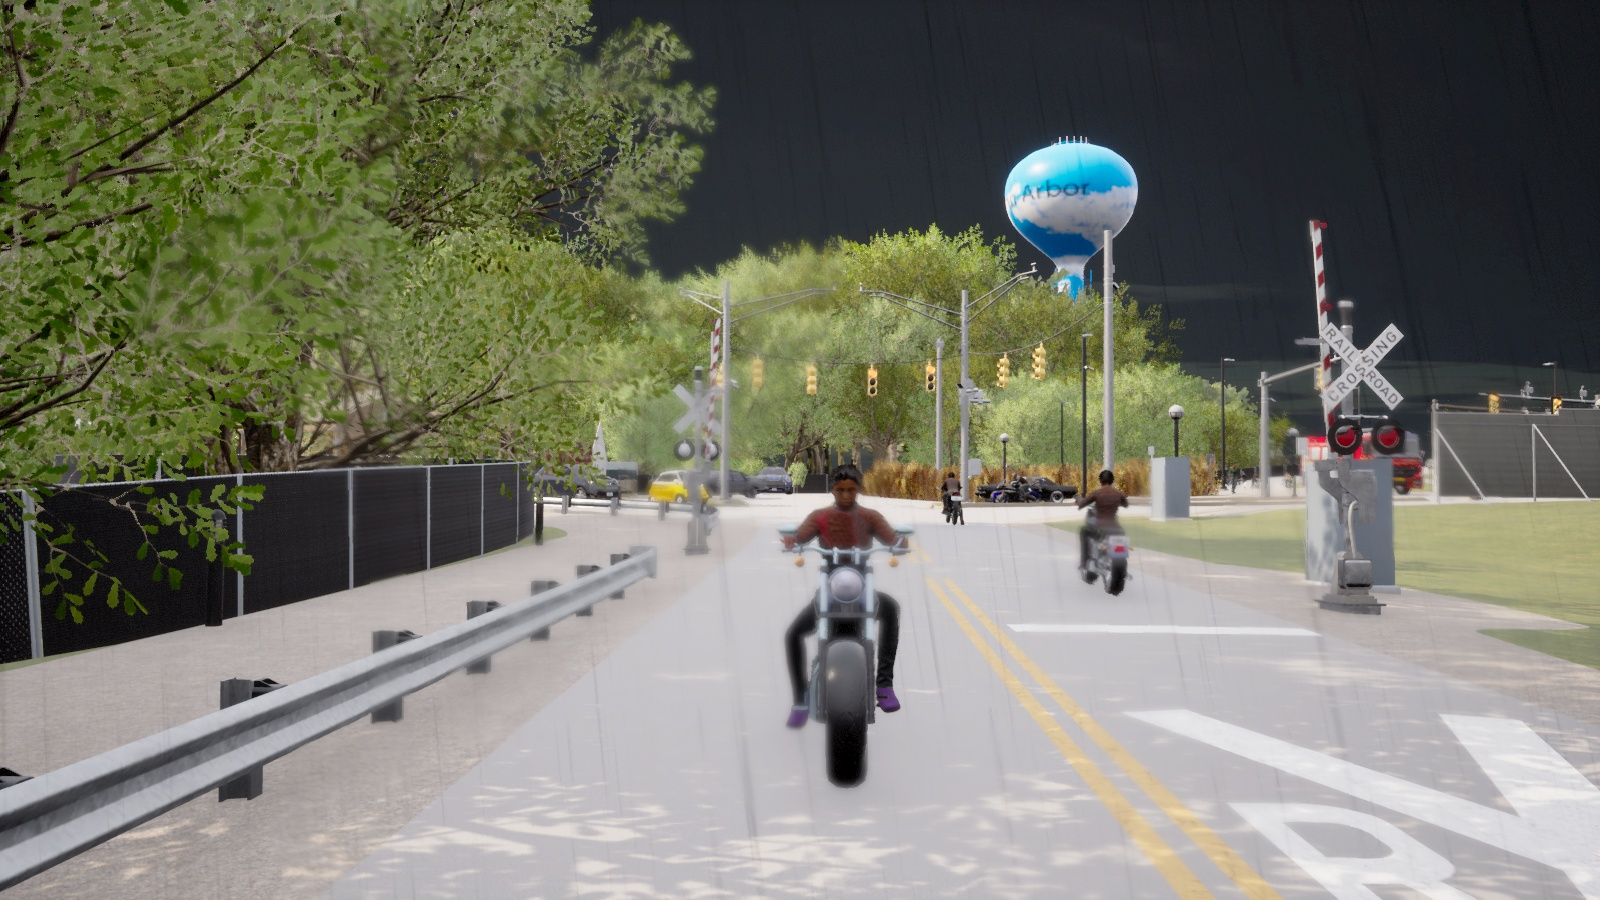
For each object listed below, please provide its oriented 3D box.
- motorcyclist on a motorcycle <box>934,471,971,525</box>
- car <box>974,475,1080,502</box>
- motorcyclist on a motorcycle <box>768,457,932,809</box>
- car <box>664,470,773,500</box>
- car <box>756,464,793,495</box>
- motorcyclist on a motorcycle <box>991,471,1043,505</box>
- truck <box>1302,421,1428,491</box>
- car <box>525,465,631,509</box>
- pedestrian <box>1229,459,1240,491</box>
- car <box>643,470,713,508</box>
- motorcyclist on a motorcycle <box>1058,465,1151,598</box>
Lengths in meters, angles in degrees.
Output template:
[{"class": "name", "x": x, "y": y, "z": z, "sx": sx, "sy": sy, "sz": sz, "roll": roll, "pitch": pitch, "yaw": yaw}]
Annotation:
[{"class": "motorcyclist on a motorcycle", "x": 4.416, "y": 1.370, "z": 36.557, "sx": 0.797, "sy": 1.523, "sz": 2.044, "roll": 1, "pitch": -1, "yaw": -1}, {"class": "car", "x": 10.901, "y": 1.855, "z": 60.602, "sx": 4.718, "sy": 1.301, "sz": 1.895, "roll": 0, "pitch": -1, "yaw": -4}, {"class": "motorcyclist on a motorcycle", "x": 0.269, "y": 0.883, "z": 7.082, "sx": 0.766, "sy": 1.649, "sz": 2.350, "roll": 0, "pitch": -1, "yaw": 2}, {"class": "car", "x": -3.904, "y": 1.696, "z": 61.111, "sx": 2.033, "sy": 1.411, "sz": 5.357, "roll": -1, "pitch": -2, "yaw": 43}, {"class": "car", "x": -1.545, "y": 1.773, "z": 74.520, "sx": 2.097, "sy": 1.767, "sz": 4.553, "roll": 0, "pitch": -2, "yaw": -2}, {"class": "motorcyclist on a motorcycle", "x": 9.852, "y": 1.730, "z": 57.019, "sx": 2.191, "sy": 1.530, "sz": 0.866, "roll": 0, "pitch": -1, "yaw": -4}, {"class": "truck", "x": 32.598, "y": 0.408, "z": 72.909, "sx": 2.891, "sy": 3.827, "sz": 8.468, "roll": 0, "pitch": -1, "yaw": -5}, {"class": "car", "x": -7.955, "y": 1.329, "z": 44.830, "sx": 3.633, "sy": 1.501, "sz": 1.845, "roll": -1, "pitch": -3, "yaw": 41}, {"class": "pedestrian", "x": 25.722, "y": 1.492, "z": 74.360, "sx": 0.353, "sy": 1.847, "sz": 0.614, "roll": 0, "pitch": -3, "yaw": -3}, {"class": "car", "x": -4.660, "y": 1.502, "z": 47.847, "sx": 2.207, "sy": 1.376, "sz": 1.481, "roll": -2, "pitch": -3, "yaw": 34}, {"class": "motorcyclist on a motorcycle", "x": 4.065, "y": 1.046, "z": 16.921, "sx": 0.766, "sy": 1.649, "sz": 2.350, "roll": 1, "pitch": -1, "yaw": 2}]
